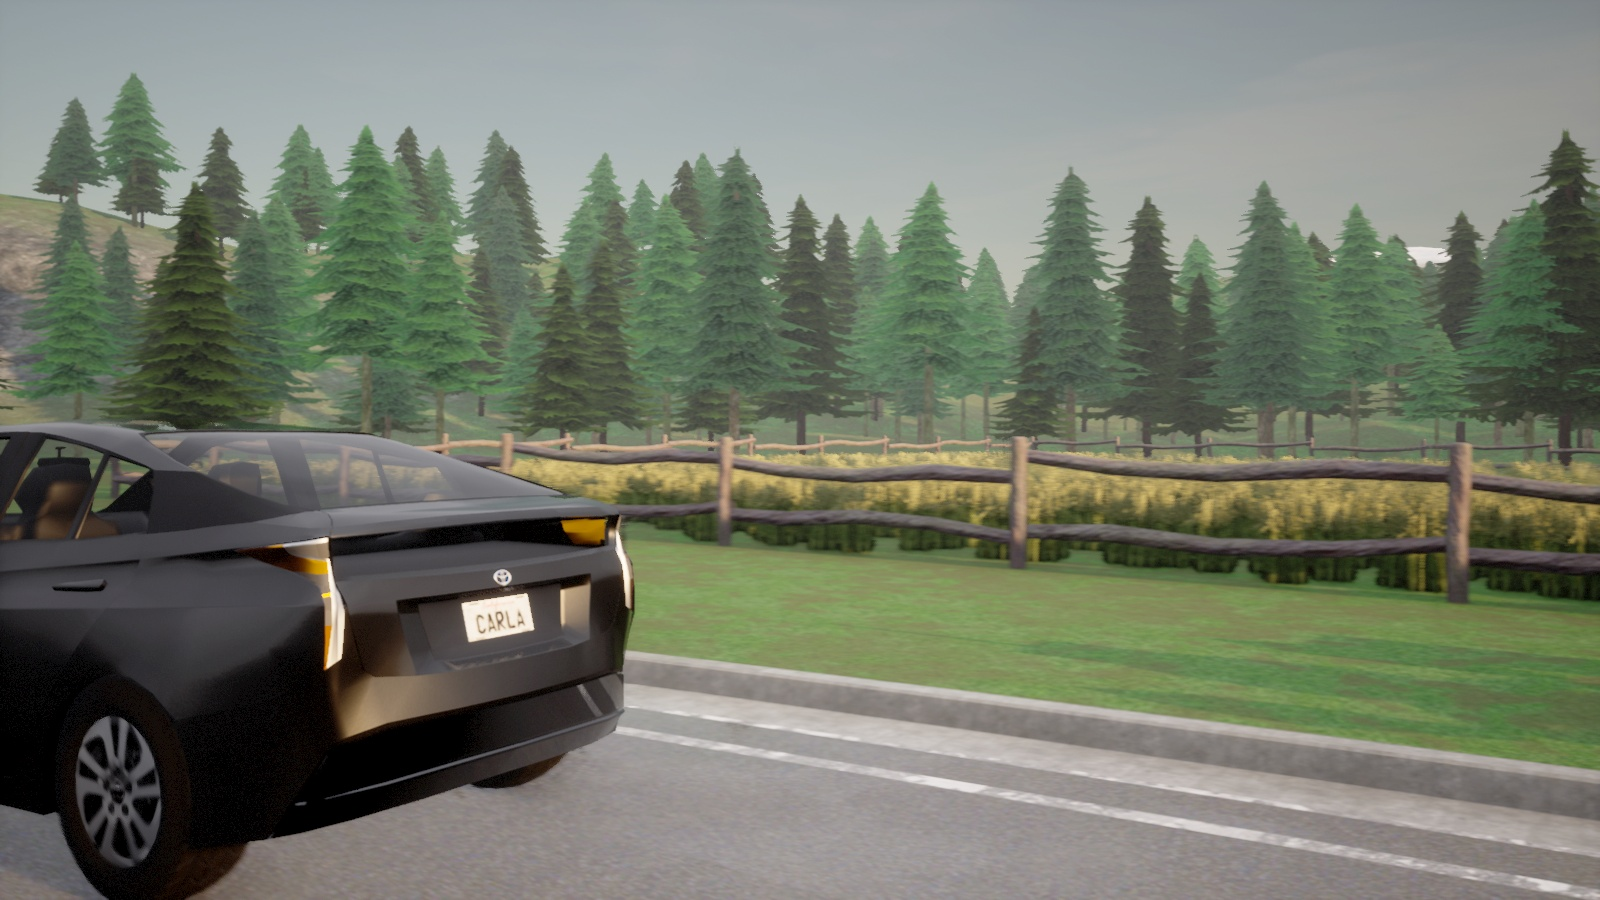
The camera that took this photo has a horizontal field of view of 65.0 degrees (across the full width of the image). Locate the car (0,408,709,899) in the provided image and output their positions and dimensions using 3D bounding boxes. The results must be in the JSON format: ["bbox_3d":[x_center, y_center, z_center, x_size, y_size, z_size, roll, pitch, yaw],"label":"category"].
[{"bbox_3d":[-2.826,0.646,5.300,4.514,1.525,2.007,0,1,31],"label":"car"}]
